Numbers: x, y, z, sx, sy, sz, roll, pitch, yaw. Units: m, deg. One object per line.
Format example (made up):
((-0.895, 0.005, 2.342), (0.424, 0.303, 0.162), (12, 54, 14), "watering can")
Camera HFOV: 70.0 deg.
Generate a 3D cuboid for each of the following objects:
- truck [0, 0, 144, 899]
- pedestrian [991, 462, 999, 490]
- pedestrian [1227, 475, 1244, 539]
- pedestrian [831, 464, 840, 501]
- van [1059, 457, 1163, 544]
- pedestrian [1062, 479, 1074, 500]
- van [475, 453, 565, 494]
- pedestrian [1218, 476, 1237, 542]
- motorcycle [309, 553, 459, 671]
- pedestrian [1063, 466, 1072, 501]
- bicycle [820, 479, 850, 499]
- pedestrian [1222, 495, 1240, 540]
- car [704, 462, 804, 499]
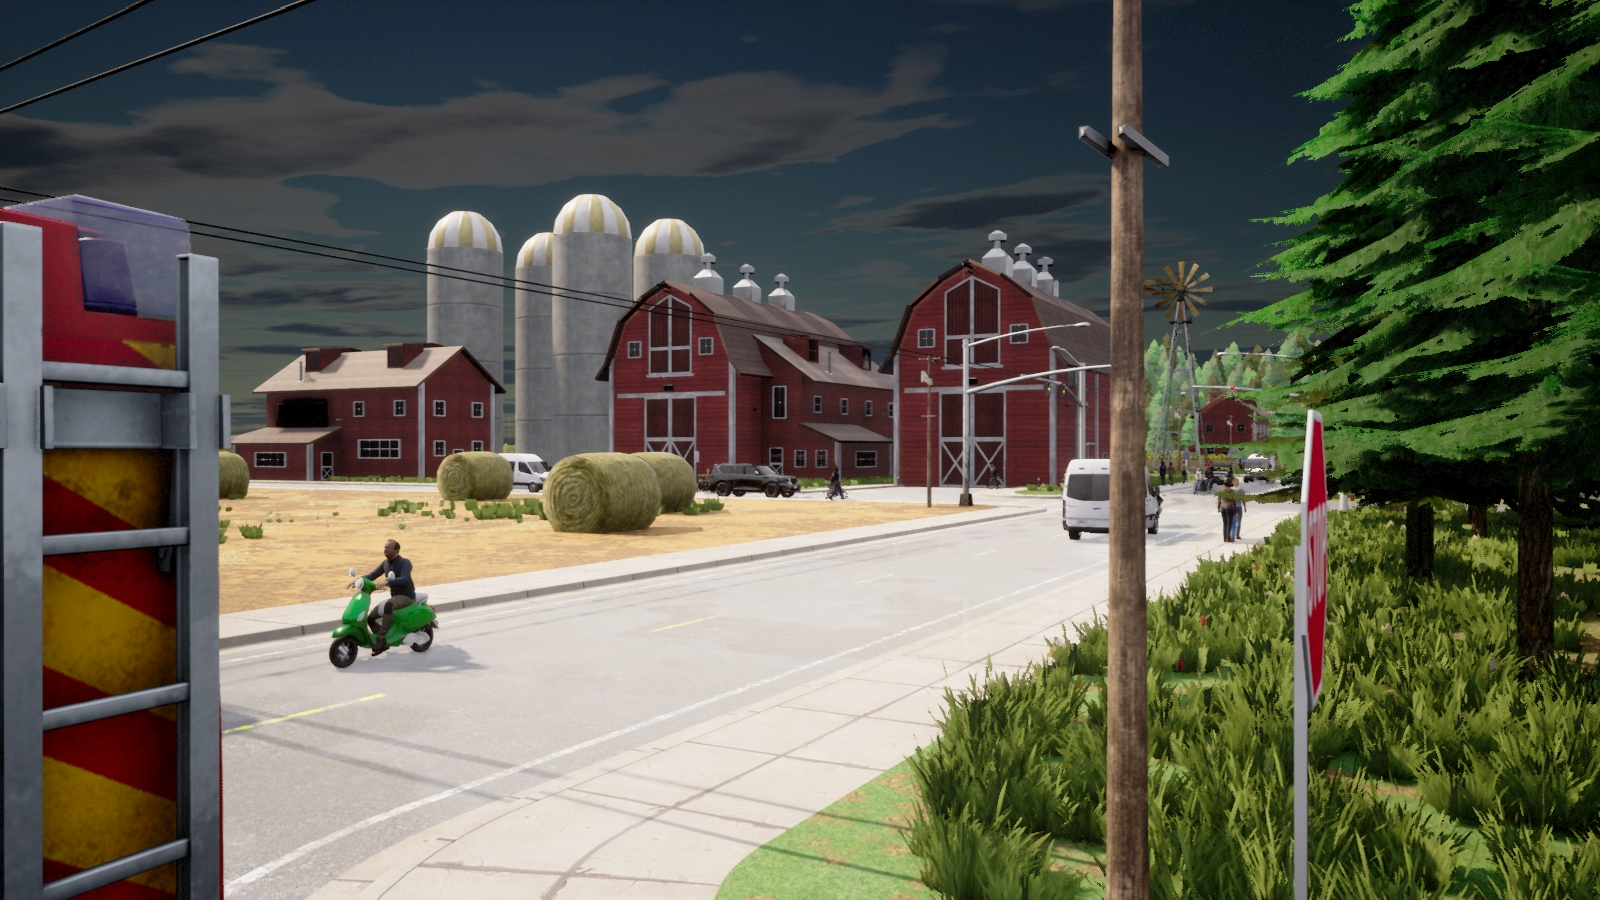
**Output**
((-6.189, 0.864, 3.487), (8.468, 3.827, 2.891), (0, 0, 25), "truck")
((13.006, 1.705, 76.257), (0.375, 1.860, 0.375), (0, 0, 31), "pedestrian")
((12.998, 1.695, 34.120), (0.375, 1.860, 0.375), (0, 0, 41), "pedestrian")
((1.815, 1.674, 58.982), (0.375, 1.860, 0.375), (0, 0, 17), "pedestrian")
((10.249, 1.535, 37.296), (1.988, 2.561, 5.915), (0, 0, 28), "van")
((14.950, 2.205, 63.845), (0.500, 1.100, 0.500), (0, 0, 36), "pedestrian")
((-18.501, 1.498, 75.369), (5.915, 2.561, 1.988), (0, 1, 27), "van")
((12.323, 1.696, 32.914), (0.375, 1.860, 0.375), (0, 0, -43), "pedestrian")
((-5.597, 2.143, 15.476), (0.856, 1.316, 1.805), (0, 0, 28), "motorcycle")
((14.520, 1.823, 61.945), (0.375, 1.860, 0.375), (0, 0, 27), "pedestrian")
((2.001, 2.223, 64.730), (1.487, 1.080, 0.859), (0, 0, 27), "bicycle")
((12.657, 1.977, 33.564), (0.375, 1.300, 0.375), (0, 0, 43), "pedestrian")
((-2.721, 1.755, 67.181), (5.566, 2.045, 2.150), (0, 0, 27), "car")
